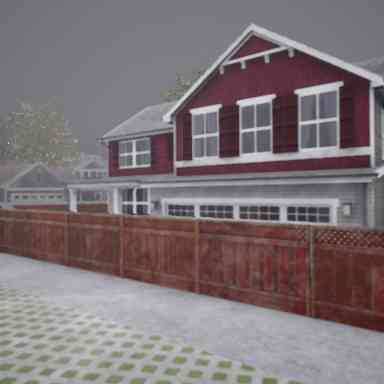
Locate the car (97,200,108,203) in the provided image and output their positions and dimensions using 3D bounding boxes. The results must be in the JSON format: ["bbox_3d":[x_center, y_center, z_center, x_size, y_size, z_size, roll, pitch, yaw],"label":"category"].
[{"bbox_3d":[-8.959,1.589,34.028,4.553,1.767,2.097,0,-1,-35],"label":"car"}]
